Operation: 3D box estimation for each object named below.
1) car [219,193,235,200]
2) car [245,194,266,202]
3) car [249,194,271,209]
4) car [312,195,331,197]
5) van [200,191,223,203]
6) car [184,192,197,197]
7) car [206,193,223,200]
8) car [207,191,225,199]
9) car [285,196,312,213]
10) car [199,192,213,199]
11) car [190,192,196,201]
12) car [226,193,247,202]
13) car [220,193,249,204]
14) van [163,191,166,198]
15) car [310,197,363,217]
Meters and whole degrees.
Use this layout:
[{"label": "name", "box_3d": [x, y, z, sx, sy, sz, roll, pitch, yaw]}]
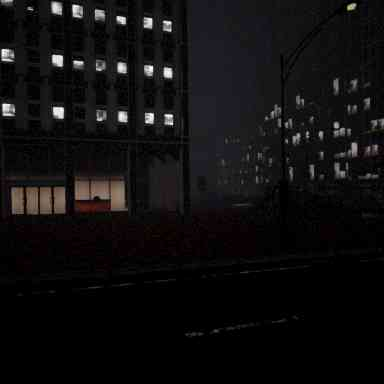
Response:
[{"label": "car", "box_3d": [7.320, 0.953, 69.614, 1.802, 1.307, 4.206, 0, 1, -20]}, {"label": "car", "box_3d": [11.188, 1.059, 58.924, 1.802, 1.307, 4.206, 0, 1, -20]}, {"label": "car", "box_3d": [9.061, 1.331, 40.025, 1.947, 1.339, 4.313, 0, 1, -20]}, {"label": "car", "box_3d": [13.811, 1.134, 34.635, 2.097, 1.767, 4.553, -1, 1, -20]}, {"label": "van", "box_3d": [3.308, 0.952, 56.071, 1.690, 1.788, 3.998, 0, 1, -20]}, {"label": "car", "box_3d": [-0.418, 0.709, 90.990, 2.008, 1.369, 4.403, 0, 1, -20]}, {"label": "car", "box_3d": [4.559, 0.930, 69.609, 1.812, 1.442, 4.674, -1, 1, -20]}, {"label": "car", "box_3d": [5.384, 0.633, 74.955, 2.192, 1.841, 5.009, 0, 1, -20]}, {"label": "car", "box_3d": [10.940, 1.399, 34.661, 1.802, 1.307, 4.206, 0, 1, -20]}, {"label": "car", "box_3d": [3.450, 0.705, 80.300, 1.967, 1.590, 4.097, 0, 1, -20]}, {"label": "car", "box_3d": [-0.560, 1.056, 66.763, 2.008, 1.369, 4.403, 0, 1, -20]}, {"label": "car", "box_3d": [7.974, 1.023, 60.173, 1.812, 1.442, 4.674, -1, 1, -20]}, {"label": "car", "box_3d": [7.016, 1.150, 53.537, 2.033, 1.411, 5.357, -1, 1, -19]}, {"label": "van", "box_3d": [-6.364, 0.687, 82.793, 1.690, 1.788, 3.998, 0, 1, -20]}, {"label": "car", "box_3d": [12.858, 1.434, 29.309, 1.947, 1.339, 4.313, 0, 1, -20]}]
